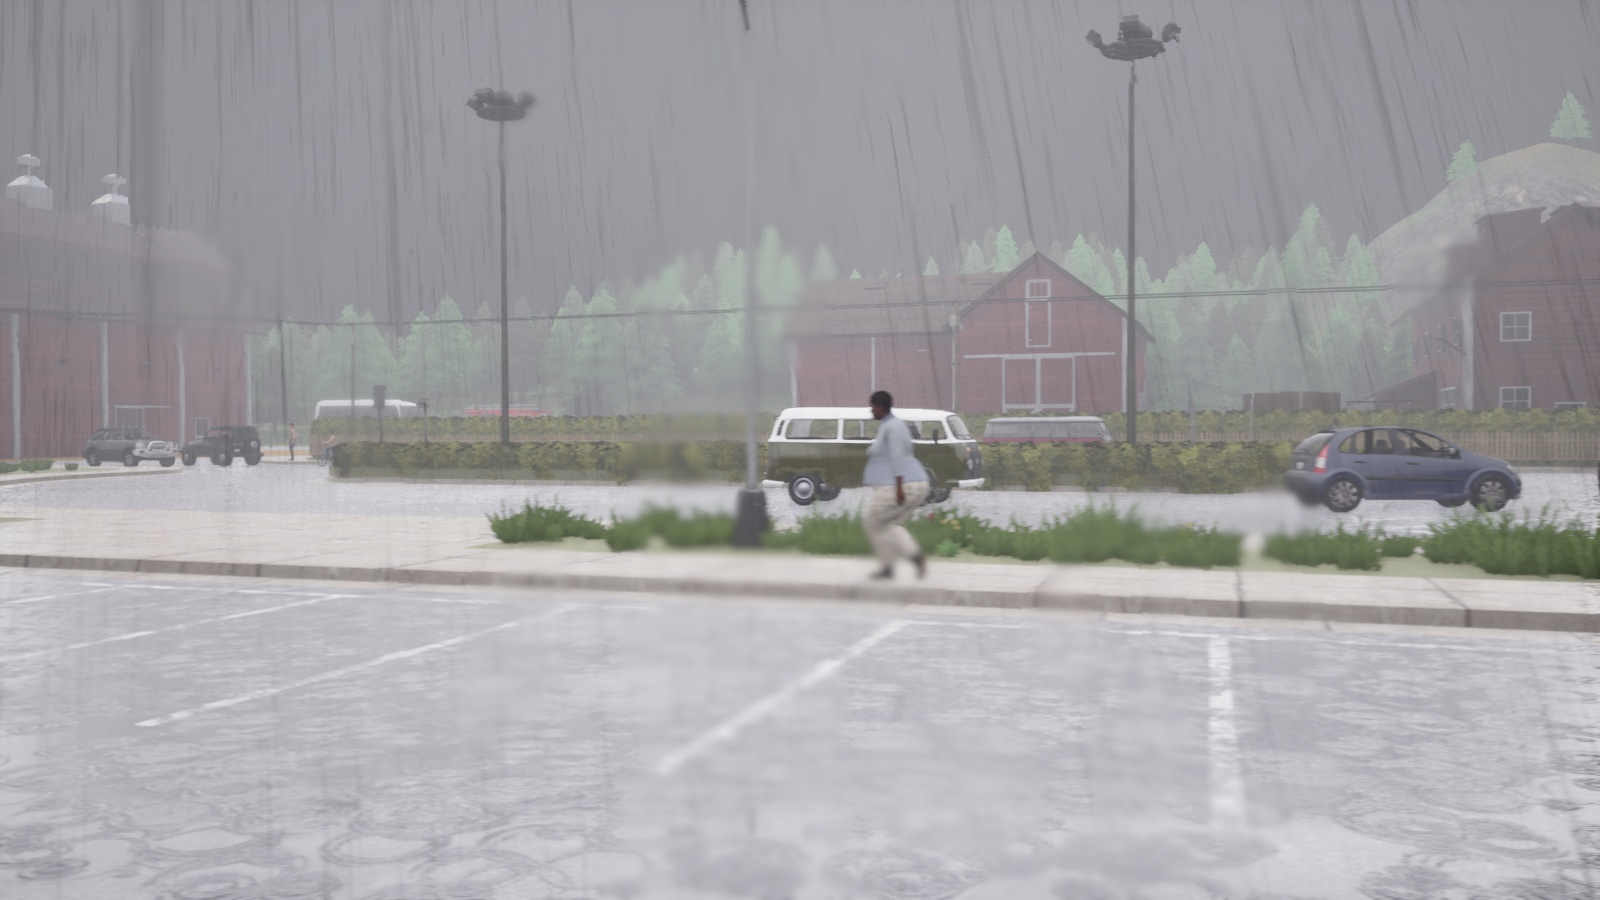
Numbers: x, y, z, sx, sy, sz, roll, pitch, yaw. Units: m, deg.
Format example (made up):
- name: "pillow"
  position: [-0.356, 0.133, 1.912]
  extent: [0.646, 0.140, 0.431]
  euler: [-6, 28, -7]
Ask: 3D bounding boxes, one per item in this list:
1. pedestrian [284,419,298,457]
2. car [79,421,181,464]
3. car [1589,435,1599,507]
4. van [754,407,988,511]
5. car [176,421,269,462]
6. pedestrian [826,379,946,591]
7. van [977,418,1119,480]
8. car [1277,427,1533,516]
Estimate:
- name: "pedestrian"
  position: [-24.836, -0.593, 61.287]
  extent: [0.594, 1.836, 0.345]
  euler: [0, 1, -37]
- name: "car"
  position: [-29.805, -0.364, 55.852]
  extent: [4.605, 1.855, 1.932]
  euler: [1, 1, 32]
- name: "car"
  position: [19.283, 0.425, 28.180]
  extent: [1.882, 1.535, 5.008]
  euler: [1, 1, 41]
- name: "van"
  position: [1.509, 0.133, 26.302]
  extent: [4.480, 2.038, 2.069]
  euler: [1, 1, 19]
- name: "car"
  position: [-26.885, -0.416, 58.457]
  extent: [3.866, 1.878, 1.905]
  euler: [1, 1, 25]
- name: "pedestrian"
  position: [0.801, 0.300, 11.542]
  extent: [0.900, 1.855, 0.874]
  euler: [1, 1, 19]
- name: "van"
  position: [8.337, -0.066, 42.212]
  extent: [4.442, 1.987, 1.775]
  euler: [1, 1, 19]
- name: "car"
  position: [11.435, 0.384, 23.958]
  extent: [3.988, 1.617, 1.851]
  euler: [0, 1, 2]
